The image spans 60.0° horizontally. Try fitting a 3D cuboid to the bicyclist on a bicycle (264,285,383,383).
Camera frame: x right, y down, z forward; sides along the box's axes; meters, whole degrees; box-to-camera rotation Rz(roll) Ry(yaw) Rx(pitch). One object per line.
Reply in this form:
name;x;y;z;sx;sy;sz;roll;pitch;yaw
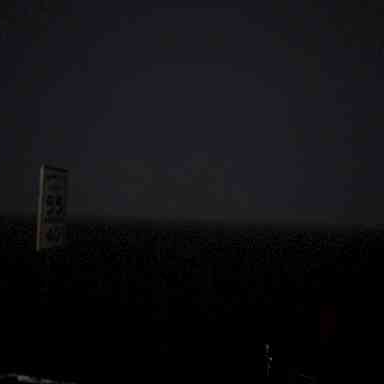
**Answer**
bicyclist on a bicycle;1.160;1.659;2.889;1.656;1.620;0.582;1;-3;11
